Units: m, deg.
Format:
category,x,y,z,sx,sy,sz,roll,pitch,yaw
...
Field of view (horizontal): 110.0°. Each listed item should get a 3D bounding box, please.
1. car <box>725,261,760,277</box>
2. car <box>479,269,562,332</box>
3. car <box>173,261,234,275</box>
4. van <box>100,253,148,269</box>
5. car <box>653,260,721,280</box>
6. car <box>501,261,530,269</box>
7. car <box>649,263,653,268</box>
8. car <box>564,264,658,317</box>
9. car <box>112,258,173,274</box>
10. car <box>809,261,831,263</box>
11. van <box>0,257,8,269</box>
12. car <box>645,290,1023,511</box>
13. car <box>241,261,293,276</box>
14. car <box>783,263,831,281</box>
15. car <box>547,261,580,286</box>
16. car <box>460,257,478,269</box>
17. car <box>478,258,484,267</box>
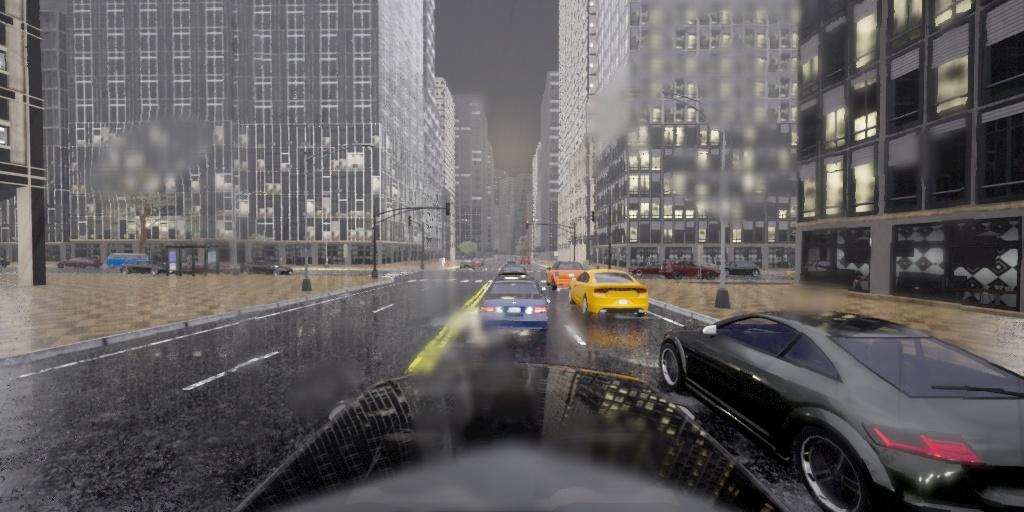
category,x,y,z,sx,sy,sz,roll,pitch,yaw
car,23.914,1.280,38.565,4.553,1.767,2.097,1,1,1
car,0.086,1.294,10.802,2.033,1.411,5.357,0,0,1
car,-28.468,1.137,33.497,4.207,1.307,1.802,0,0,1
van,-45.354,0.604,42.303,3.998,1.789,1.690,0,0,1
car,16.142,1.268,32.911,5.009,1.841,2.192,0,0,1
car,0.070,1.232,20.554,2.128,1.511,4.902,0,0,0
car,15.018,1.450,38.737,4.718,1.301,1.895,1,1,2
car,3.331,1.222,13.207,1.882,1.535,5.008,0,0,0
car,-34.149,1.068,33.661,4.313,1.339,1.948,0,0,1
car,32.662,1.356,38.423,4.553,1.767,2.097,0,1,1
van,-51.194,0.686,34.031,3.998,1.789,1.690,0,0,1
car,3.341,1.313,4.122,1.994,1.385,4.181,0,0,0
car,-22.784,1.172,33.374,4.313,1.339,1.948,0,0,1
car,27.591,1.577,32.733,4.829,1.417,1.751,0,0,1
car,3.316,1.091,22.212,2.097,1.767,4.553,0,0,0
car,-6.679,1.277,54.328,1.994,1.385,4.181,0,0,0
car,-6.665,1.053,64.329,2.097,1.767,4.553,0,0,0
